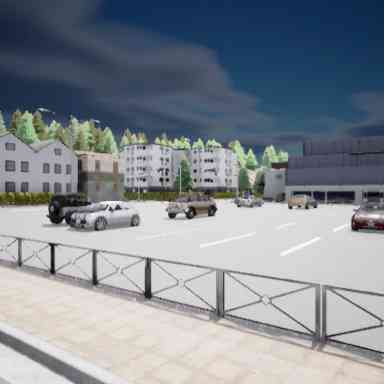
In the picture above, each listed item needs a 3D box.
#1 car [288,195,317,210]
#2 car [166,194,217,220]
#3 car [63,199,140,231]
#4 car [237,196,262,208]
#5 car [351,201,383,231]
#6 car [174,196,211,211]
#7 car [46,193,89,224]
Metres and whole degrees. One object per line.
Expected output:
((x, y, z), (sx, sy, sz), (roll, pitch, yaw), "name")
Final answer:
((12.654, 1.114, 37.915), (2.152, 1.636, 5.027), (0, 0, 35), "car")
((0.078, 1.057, 25.510), (1.932, 1.855, 4.605), (0, 0, 35), "car")
((-4.774, 1.319, 18.556), (1.970, 1.475, 3.806), (0, 0, 35), "car")
((7.222, 1.194, 41.346), (1.970, 1.475, 3.806), (0, 0, 35), "car")
((9.852, 1.255, 17.755), (2.007, 1.523, 4.514), (0, 0, 35), "car")
((0.168, 1.260, 37.692), (2.007, 1.523, 4.514), (0, 0, 35), "car")
((-7.140, 1.036, 20.970), (1.905, 1.878, 3.866), (0, 0, 35), "car")
